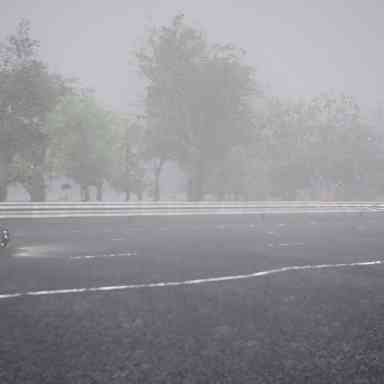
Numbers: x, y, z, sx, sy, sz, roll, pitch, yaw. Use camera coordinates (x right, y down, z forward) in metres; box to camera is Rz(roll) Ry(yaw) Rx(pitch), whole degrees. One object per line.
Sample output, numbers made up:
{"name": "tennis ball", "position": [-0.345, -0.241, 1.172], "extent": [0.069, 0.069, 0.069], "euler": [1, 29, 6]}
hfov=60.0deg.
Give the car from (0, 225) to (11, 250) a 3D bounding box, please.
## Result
{"name": "car", "position": [-8.026, 1.308, 10.368], "extent": [4.181, 1.385, 1.994], "euler": [1, 0, -23]}
